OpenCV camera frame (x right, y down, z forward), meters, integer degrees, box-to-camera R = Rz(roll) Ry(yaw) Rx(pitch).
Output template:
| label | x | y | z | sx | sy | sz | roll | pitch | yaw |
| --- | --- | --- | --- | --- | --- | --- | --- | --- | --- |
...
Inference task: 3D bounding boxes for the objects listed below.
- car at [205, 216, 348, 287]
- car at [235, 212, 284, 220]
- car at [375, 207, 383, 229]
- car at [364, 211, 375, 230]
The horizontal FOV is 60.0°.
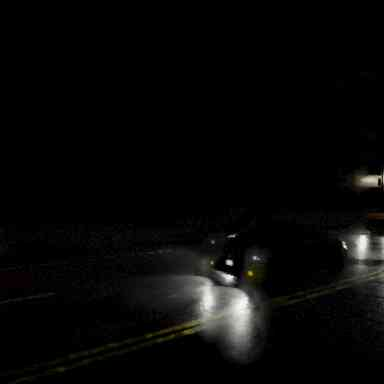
| label | x | y | z | sx | sy | sz | roll | pitch | yaw |
| --- | --- | --- | --- | --- | --- | --- | --- | --- | --- |
| car | 2.573 | 1.597 | 9.498 | 4.181 | 1.385 | 1.994 | 0 | 0 | -35 |
| car | 2.680 | 1.569 | 13.572 | 4.674 | 1.442 | 1.812 | 1 | 0 | -35 |
| car | 10.879 | 1.572 | 15.389 | 4.902 | 1.511 | 2.128 | 0 | 0 | -35 |
| car | 12.589 | 1.578 | 20.566 | 5.008 | 1.535 | 1.882 | 0 | 0 | -35 |
